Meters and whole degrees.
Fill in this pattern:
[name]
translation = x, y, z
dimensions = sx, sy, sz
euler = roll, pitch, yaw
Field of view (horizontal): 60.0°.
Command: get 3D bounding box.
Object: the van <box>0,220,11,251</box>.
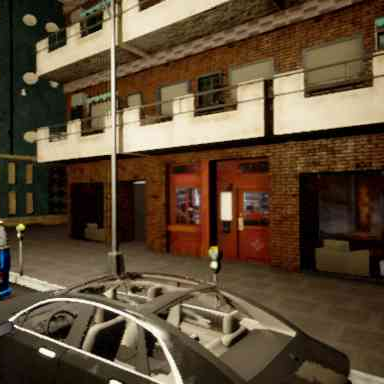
[van]
translation = -5.275, 1.312, 6.654
dimensions = 3.998, 1.788, 1.690
euler = 0, -1, 36

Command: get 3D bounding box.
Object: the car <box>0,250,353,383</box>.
[car]
translation = -0.735, 1.542, 3.412
dimensions = 4.403, 1.369, 2.008
euler = 0, -1, 36
